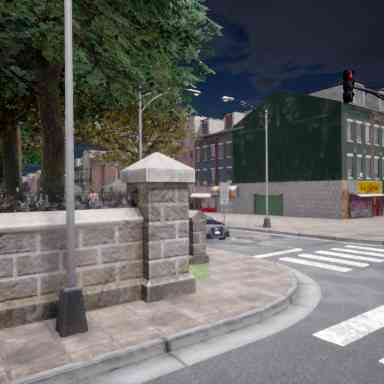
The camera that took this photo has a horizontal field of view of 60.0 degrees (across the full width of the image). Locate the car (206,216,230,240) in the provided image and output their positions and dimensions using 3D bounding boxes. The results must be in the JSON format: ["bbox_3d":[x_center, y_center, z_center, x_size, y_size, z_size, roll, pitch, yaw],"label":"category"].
[{"bbox_3d":[0.047,1.775,17.416,1.994,1.385,4.181,-1,0,-36],"label":"car"}]
